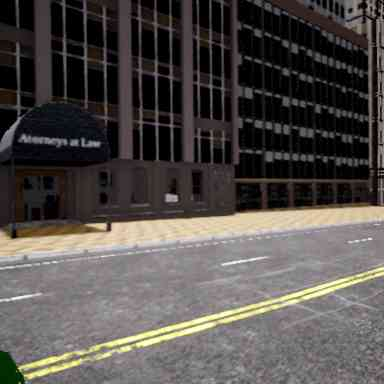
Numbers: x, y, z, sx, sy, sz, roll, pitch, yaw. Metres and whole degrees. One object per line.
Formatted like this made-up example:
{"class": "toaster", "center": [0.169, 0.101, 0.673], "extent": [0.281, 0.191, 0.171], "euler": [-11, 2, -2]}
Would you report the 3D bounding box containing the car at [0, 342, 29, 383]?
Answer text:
{"class": "car", "center": [-3.093, 1.590, 1.228], "extent": [4.718, 1.301, 1.895], "euler": [0, 0, -36]}
